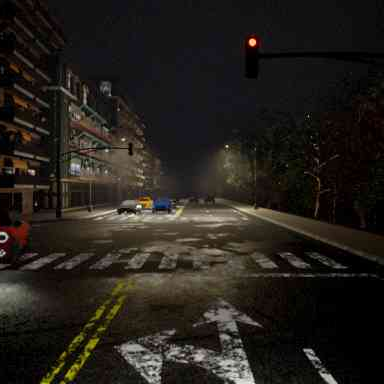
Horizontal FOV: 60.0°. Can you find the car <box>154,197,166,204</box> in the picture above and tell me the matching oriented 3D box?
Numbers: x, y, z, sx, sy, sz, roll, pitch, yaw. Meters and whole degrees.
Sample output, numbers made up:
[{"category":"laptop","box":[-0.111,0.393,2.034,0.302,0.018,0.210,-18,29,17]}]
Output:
[{"category":"car","box":[-6.212,1.620,65.036,1.895,1.301,4.718,0,0,0]}]

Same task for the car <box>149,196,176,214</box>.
[{"category":"car","box":[-3.179,1.482,36.357,1.882,1.535,5.008,0,0,1]}]

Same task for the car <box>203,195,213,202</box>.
[{"category":"car","box":[3.590,1.498,76.496,2.033,1.411,5.357,0,0,0]}]

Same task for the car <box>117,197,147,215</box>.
[{"category":"car","box":[-6.438,1.552,34.920,2.033,1.411,5.357,0,0,0]}]

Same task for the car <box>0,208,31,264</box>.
[{"category":"car","box":[-6.961,1.376,11.430,2.097,1.767,4.553,0,-1,-18]}]

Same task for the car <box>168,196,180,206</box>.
[{"category":"car","box":[-3.004,1.519,55.900,1.837,1.490,4.892,0,0,0]}]

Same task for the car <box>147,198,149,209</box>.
[{"category":"car","box":[-6.354,1.485,44.572,1.882,1.535,5.008,0,0,1]}]

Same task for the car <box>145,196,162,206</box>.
[{"category":"car","box":[-6.260,1.505,54.712,2.128,1.511,4.902,0,0,0]}]

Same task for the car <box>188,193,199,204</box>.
[{"category":"car","box":[0.391,1.511,65.370,2.128,1.511,4.902,0,0,0]}]

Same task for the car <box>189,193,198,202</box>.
[{"category":"car","box":[0.341,1.253,76.588,2.150,2.045,5.566,0,0,0]}]

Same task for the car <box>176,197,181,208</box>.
[{"category":"car","box":[-3.090,1.500,45.838,2.128,1.511,4.902,0,0,1]}]

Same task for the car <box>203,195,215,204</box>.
[{"category":"car","box":[3.543,1.525,66.077,1.837,1.490,4.892,0,0,0]}]
